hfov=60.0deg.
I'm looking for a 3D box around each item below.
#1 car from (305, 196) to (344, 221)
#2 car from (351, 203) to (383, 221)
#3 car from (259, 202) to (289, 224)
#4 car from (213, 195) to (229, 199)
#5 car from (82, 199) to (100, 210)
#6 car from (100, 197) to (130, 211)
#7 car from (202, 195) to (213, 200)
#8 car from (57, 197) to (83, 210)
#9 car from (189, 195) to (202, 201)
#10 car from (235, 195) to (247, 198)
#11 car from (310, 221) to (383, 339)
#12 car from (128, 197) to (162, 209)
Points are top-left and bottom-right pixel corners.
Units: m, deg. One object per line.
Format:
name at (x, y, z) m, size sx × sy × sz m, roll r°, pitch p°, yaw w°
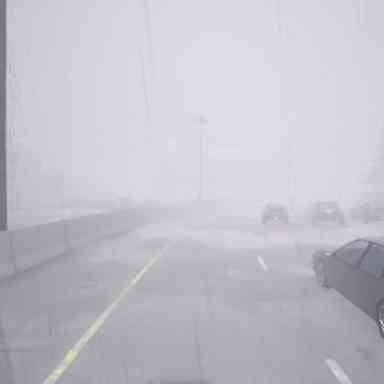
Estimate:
car at (9.689, 1.388, 24.644) m, size 2.097 × 1.767 × 4.553 m, roll 0°, pitch 0°, yaw 11°
car at (13.247, 1.538, 24.634) m, size 2.128 × 1.511 × 4.902 m, roll 0°, pitch 0°, yaw 11°
car at (6.223, 1.531, 25.202) m, size 1.837 × 1.490 × 4.892 m, roll 0°, pitch 0°, yaw 11°
car at (7.289, 1.565, 77.406) m, size 1.895 × 1.301 × 4.718 m, roll 0°, pitch 0°, yaw 30°
car at (-11.475, 1.542, 42.132) m, size 1.994 × 1.385 × 4.181 m, roll 0°, pitch 0°, yaw 16°
car at (-8.505, 1.337, 39.722) m, size 2.097 × 1.767 × 4.553 m, roll 0°, pitch 0°, yaw 15°
car at (4.947, 1.392, 80.326) m, size 1.882 × 1.535 × 5.008 m, roll 0°, pitch 0°, yaw 30°
car at (-15.078, 1.471, 42.264) m, size 1.837 × 1.490 × 4.892 m, roll 0°, pitch 0°, yaw 16°
car at (1.111, 1.438, 80.707) m, size 1.882 × 1.535 × 5.008 m, roll 0°, pitch 0°, yaw 30°
car at (11.324, 1.498, 77.365) m, size 1.837 × 1.490 × 4.892 m, roll 0°, pitch 0°, yaw 30°
car at (3.839, 1.561, 6.170) m, size 2.033 × 1.411 × 5.357 m, roll 0°, pitch 0°, yaw 3°
car at (-5.117, 1.543, 39.032) m, size 2.033 × 1.411 × 5.357 m, roll 0°, pitch 0°, yaw 16°
